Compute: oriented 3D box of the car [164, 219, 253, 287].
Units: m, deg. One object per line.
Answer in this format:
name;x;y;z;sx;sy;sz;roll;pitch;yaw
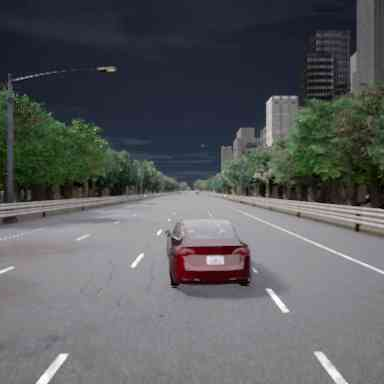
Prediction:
car;0.299;1.467;9.333;2.163;1.488;4.792;0;0;-5
